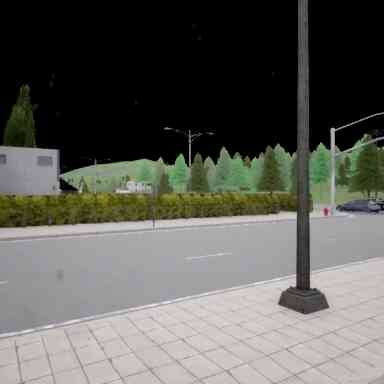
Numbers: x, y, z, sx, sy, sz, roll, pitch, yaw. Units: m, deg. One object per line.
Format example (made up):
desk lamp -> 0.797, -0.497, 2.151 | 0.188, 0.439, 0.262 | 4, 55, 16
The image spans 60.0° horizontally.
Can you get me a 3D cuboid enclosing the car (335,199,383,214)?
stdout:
car -> 17.996, 1.547, 35.757 | 2.033, 1.411, 5.357 | 0, 0, -33
